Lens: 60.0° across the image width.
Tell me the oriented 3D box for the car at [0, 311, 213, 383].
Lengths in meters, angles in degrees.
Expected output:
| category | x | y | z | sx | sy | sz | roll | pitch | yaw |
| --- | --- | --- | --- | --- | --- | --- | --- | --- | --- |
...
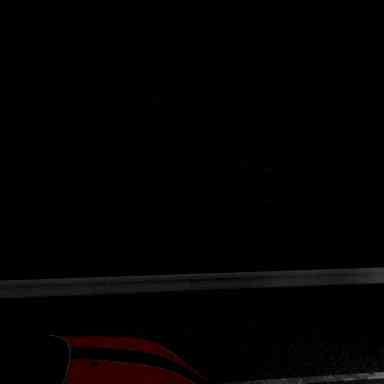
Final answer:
| category | x | y | z | sx | sy | sz | roll | pitch | yaw |
| --- | --- | --- | --- | --- | --- | --- | --- | --- | --- |
| car | -1.864 | 1.352 | 1.651 | 4.553 | 1.767 | 2.097 | 0 | 0 | -6 |
